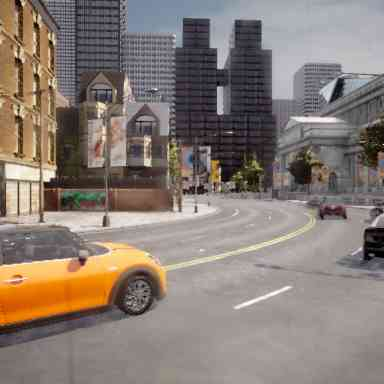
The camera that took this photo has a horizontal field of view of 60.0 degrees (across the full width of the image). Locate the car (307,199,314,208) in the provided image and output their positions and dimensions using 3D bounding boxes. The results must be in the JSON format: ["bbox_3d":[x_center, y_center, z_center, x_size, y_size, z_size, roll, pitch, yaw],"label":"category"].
[{"bbox_3d":[17.587,1.539,46.230,1.994,1.385,4.181,0,0,-1],"label":"car"}]

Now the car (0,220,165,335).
[{"bbox_3d":[-2.714,1.346,5.956,4.553,1.767,2.097,0,0,-37],"label":"car"}]

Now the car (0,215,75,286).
[{"bbox_3d":[-5.680,1.494,8.251,4.892,1.490,1.837,0,1,-38],"label":"car"}]

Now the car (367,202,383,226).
[{"bbox_3d":[14.403,1.538,24.505,2.033,1.411,5.357,0,0,21],"label":"car"}]

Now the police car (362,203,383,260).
[{"bbox_3d":[7.472,1.421,11.801,1.930,1.638,5.238,0,1,37],"label":"police car"}]

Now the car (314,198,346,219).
[{"bbox_3d":[12.321,1.336,29.623,2.097,1.767,4.553,0,0,17],"label":"car"}]
